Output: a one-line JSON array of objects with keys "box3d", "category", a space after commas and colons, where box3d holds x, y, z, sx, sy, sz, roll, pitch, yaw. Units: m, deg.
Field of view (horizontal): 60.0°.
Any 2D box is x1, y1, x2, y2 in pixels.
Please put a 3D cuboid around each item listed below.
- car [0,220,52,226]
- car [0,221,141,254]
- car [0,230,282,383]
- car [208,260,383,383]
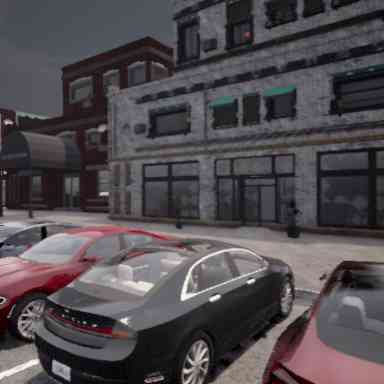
[{"box3d": [-4.455, 1.519, 8.436, 2.163, 1.488, 4.792, 0, 0, 35], "category": "car"}, {"box3d": [-2.163, 1.485, 6.865, 2.097, 1.535, 5.008, 0, 0, 35], "category": "car"}, {"box3d": [0.104, 1.484, 5.255, 2.231, 1.521, 4.892, 0, 0, 35], "category": "car"}, {"box3d": [2.396, 1.509, 3.685, 2.163, 1.488, 4.792, 0, 0, 35], "category": "car"}]
